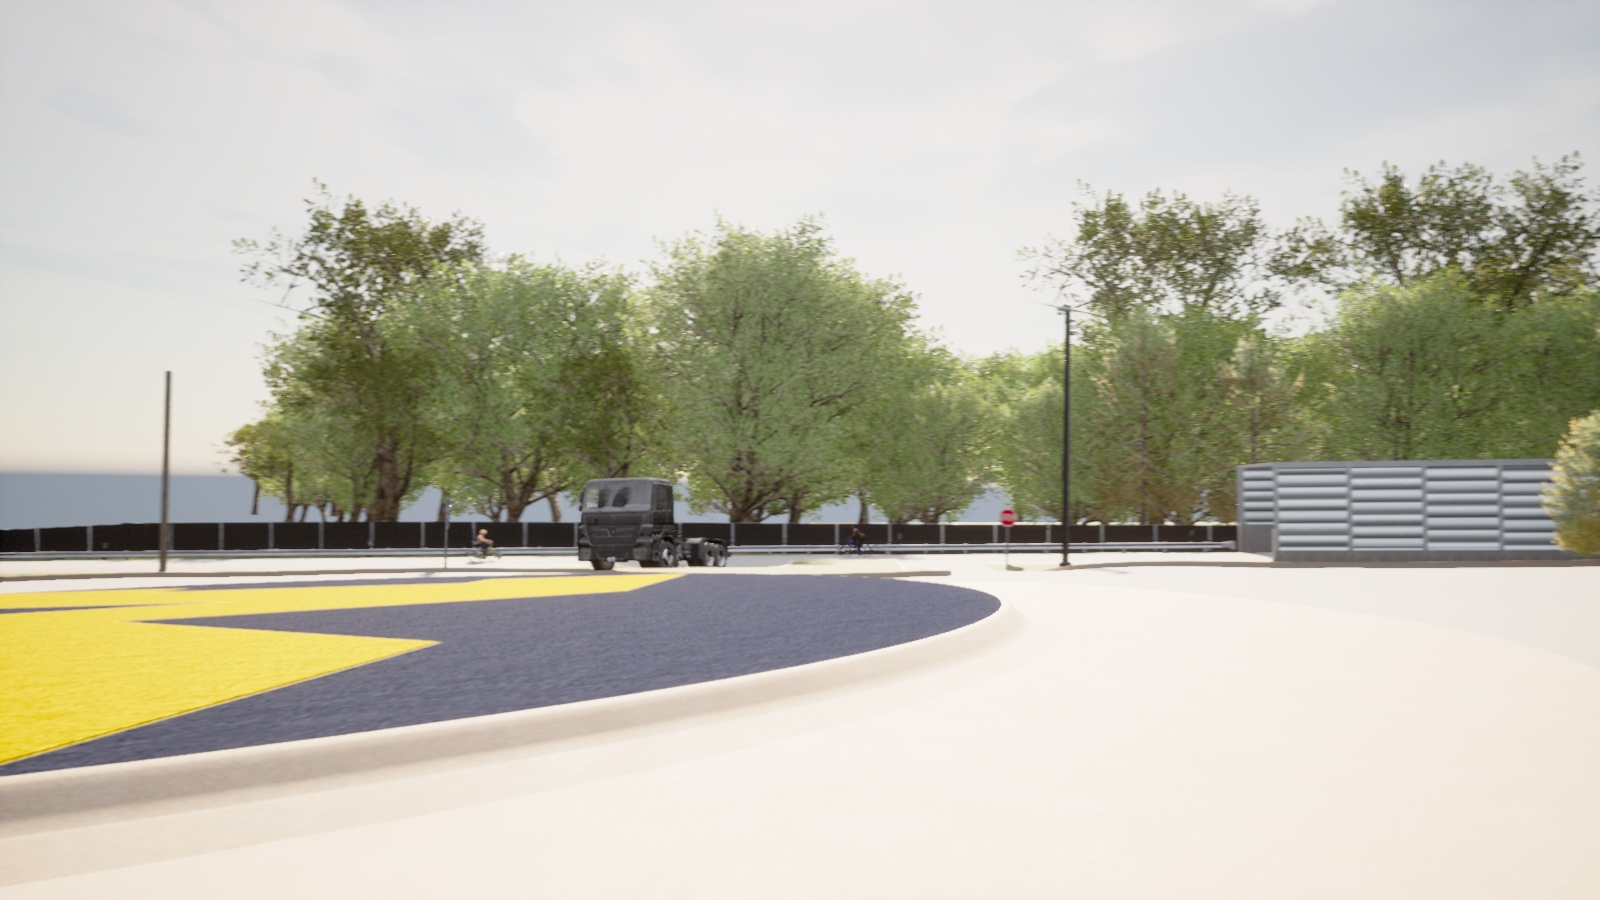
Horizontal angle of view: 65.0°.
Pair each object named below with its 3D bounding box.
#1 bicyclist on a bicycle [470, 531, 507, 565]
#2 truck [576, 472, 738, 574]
[{"bbox_3d":[-15.118,4.762,60.989,1.509,1.612,0.866,-1,-2,3],"label":"bicyclist on a bicycle"},{"bbox_3d":[-5.160,2.924,47.291,2.891,3.462,7.936,-2,-6,19],"label":"truck"}]
